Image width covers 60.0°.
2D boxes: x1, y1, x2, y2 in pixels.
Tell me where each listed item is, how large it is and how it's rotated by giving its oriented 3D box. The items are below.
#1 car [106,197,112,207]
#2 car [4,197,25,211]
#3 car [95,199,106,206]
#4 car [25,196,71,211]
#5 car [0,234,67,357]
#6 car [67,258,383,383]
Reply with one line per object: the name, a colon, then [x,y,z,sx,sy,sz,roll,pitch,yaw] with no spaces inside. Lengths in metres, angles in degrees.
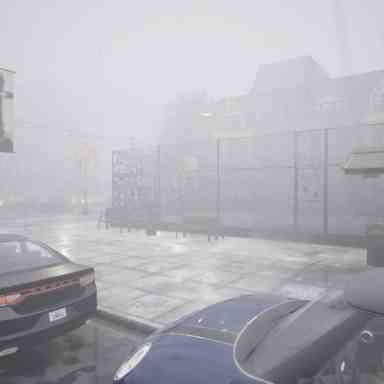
car: [-10.255,1.564,49.960,1.994,1.385,4.181,0,0,35]
car: [-20.691,1.352,41.151,2.097,1.767,4.553,0,0,35]
car: [-12.668,1.547,52.618,2.033,1.411,5.357,0,0,35]
car: [-17.114,1.352,40.156,2.097,1.767,4.553,0,0,35]
car: [-3.803,1.480,5.836,5.008,1.535,2.097,0,0,35]
car: [1.515,1.354,2.227,4.553,1.767,2.185,0,0,35]
